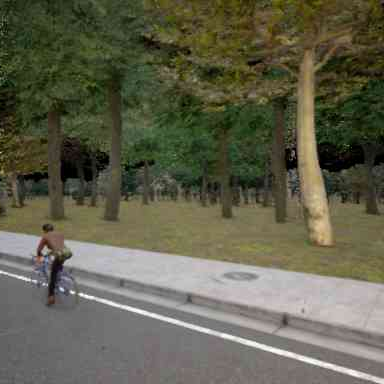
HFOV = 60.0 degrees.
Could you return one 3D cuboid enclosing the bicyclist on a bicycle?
[{"bbox_3d":[-2.788,1.459,6.646,1.656,1.620,0.582,0,0,36],"label":"bicyclist on a bicycle"}]
